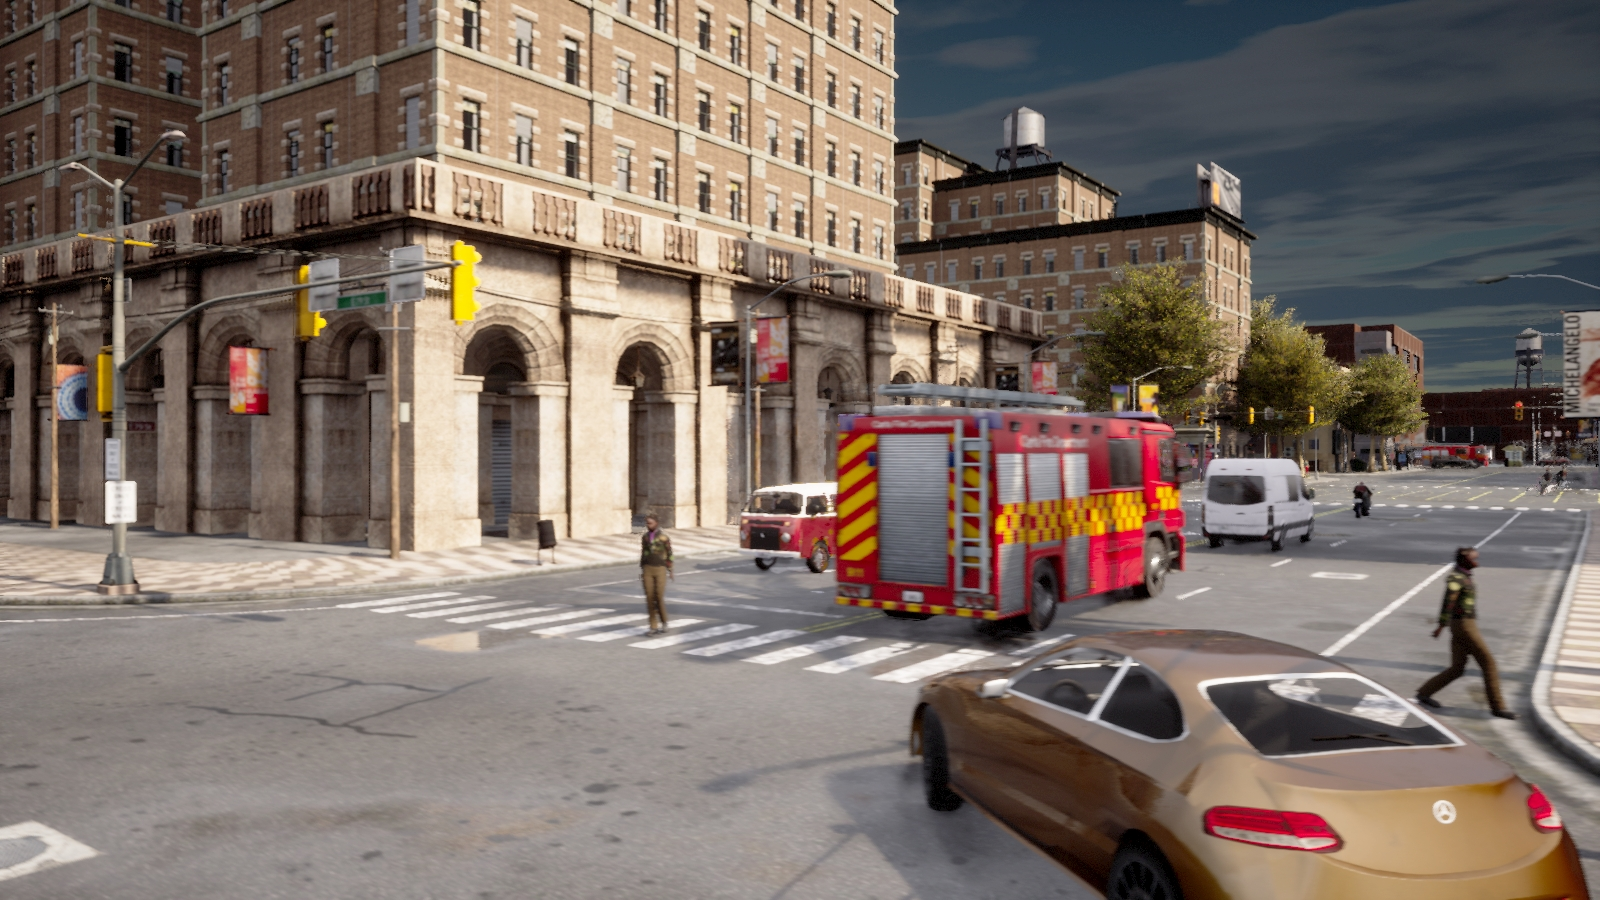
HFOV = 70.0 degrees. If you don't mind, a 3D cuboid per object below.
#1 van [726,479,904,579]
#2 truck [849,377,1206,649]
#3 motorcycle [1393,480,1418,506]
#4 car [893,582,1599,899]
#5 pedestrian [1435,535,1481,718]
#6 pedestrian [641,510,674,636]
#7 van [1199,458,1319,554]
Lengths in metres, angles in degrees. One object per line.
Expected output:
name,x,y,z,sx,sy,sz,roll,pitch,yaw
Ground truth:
van,0.459,1.783,27.318,2.069,2.038,4.480,0,0,35
truck,4.461,0.891,20.381,2.891,3.827,8.468,0,0,37
motorcycle,31.214,2.207,58.857,0.867,1.251,2.209,0,1,35
car,2.400,1.990,7.481,2.152,1.651,5.027,0,0,-13
pedestrian,6.972,1.849,12.108,0.375,1.860,0.375,0,0,37
pedestrian,-2.149,1.849,17.267,0.375,1.860,0.375,0,0,17
van,13.694,1.535,33.847,1.988,2.561,5.915,0,0,35
